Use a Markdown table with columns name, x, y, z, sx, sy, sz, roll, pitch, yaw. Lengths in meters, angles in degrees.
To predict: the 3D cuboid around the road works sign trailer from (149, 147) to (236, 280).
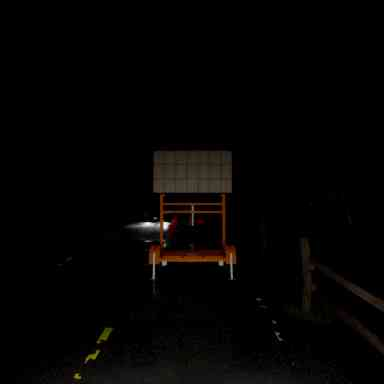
| name | x | y | z | sx | sy | sz | roll | pitch | yaw |
| --- | --- | --- | --- | --- | --- | --- | --- | --- | --- |
| road works sign trailer | 0.021 | 0.463 | 9.901 | 2.380 | 3.560 | 2.880 | 0 | 0 | 0 |

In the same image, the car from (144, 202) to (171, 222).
| name | x | y | z | sx | sy | sz | roll | pitch | yaw |
| --- | --- | --- | --- | --- | --- | --- | --- | --- | --- |
| car | -2.690 | 1.550 | 27.046 | 2.033 | 1.411 | 5.357 | 0 | 0 | 0 |
